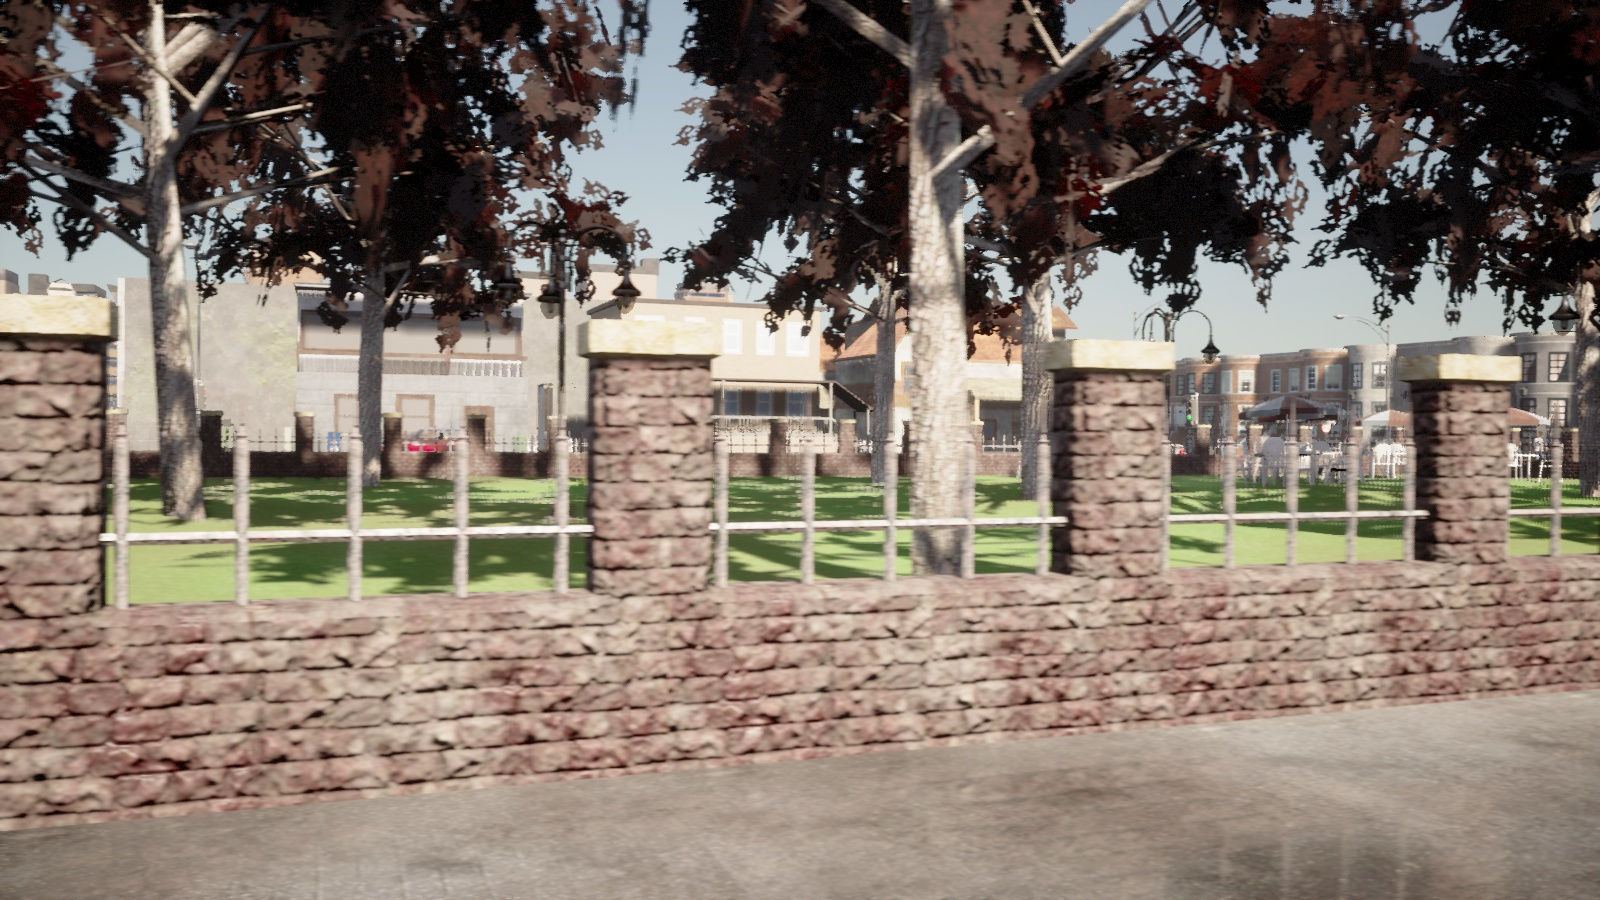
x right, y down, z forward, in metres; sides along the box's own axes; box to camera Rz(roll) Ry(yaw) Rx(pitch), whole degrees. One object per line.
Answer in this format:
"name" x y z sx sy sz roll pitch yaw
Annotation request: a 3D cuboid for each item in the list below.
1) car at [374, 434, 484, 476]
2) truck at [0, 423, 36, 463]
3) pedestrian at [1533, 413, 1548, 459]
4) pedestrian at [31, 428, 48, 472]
"car" -13.884 0.150 46.931 3.806 1.475 1.970 -1 1 -20
"truck" -51.145 -0.448 80.645 2.627 2.467 5.204 -1 1 -21
"pedestrian" 29.747 -0.579 50.473 0.706 1.836 0.354 -2 1 -45
"pedestrian" -32.510 -0.014 53.667 0.353 1.847 0.614 -1 1 -3
